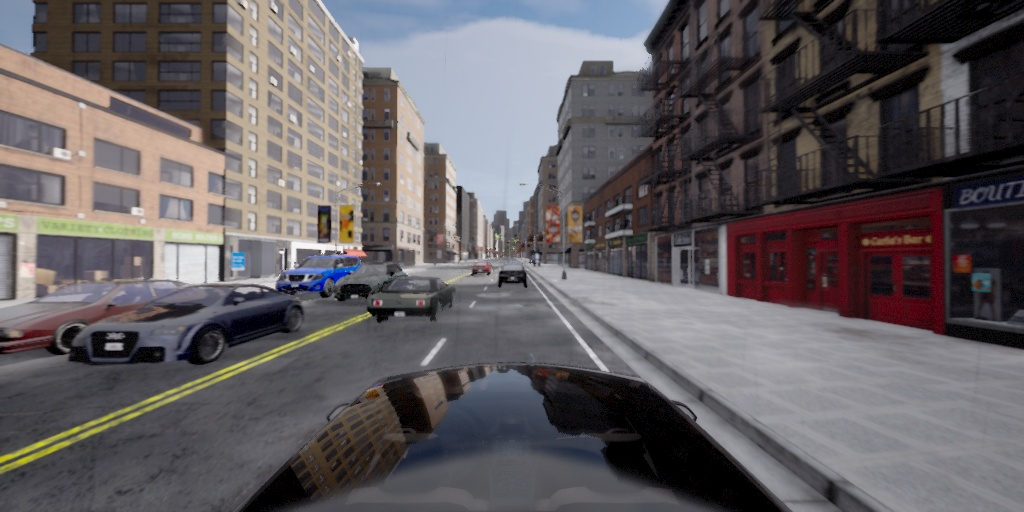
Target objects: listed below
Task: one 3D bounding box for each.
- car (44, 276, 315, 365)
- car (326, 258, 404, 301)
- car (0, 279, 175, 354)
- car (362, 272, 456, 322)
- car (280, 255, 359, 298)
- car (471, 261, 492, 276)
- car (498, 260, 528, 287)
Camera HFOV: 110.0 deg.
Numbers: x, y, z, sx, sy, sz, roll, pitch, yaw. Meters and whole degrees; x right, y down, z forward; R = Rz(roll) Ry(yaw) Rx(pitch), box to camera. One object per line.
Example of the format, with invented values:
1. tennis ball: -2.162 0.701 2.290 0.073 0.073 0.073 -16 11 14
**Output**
1. car: -6.583 1.315 7.932 1.994 1.385 4.181 0 0 0
2. car: -6.522 1.103 17.115 2.097 1.767 4.553 0 0 0
3. car: -9.844 1.298 8.995 2.033 1.411 5.357 0 0 0
4. car: -3.151 1.351 12.312 1.895 1.301 4.718 0 0 0
5. car: -9.751 0.972 18.872 2.150 2.045 5.566 0 0 0
6. car: -3.151 1.274 37.819 1.812 1.442 4.674 0 0 0
7. car: 0.057 1.227 24.796 1.882 1.535 5.008 0 0 0
